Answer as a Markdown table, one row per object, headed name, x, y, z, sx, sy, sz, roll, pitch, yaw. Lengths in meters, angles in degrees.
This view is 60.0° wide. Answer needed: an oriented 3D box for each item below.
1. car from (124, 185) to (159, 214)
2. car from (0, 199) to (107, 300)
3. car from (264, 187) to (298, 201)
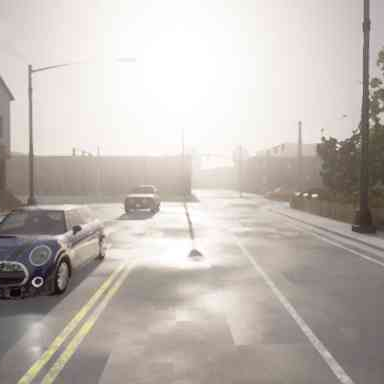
| name | x | y | z | sx | sy | sz | roll | pitch | yaw |
| --- | --- | --- | --- | --- | --- | --- | --- | --- | --- |
| car | -3.752 | 0.504 | 25.625 | 2.150 | 2.045 | 5.566 | 0 | 2 | -1 |
| car | -3.596 | 1.124 | 8.038 | 2.097 | 1.767 | 4.553 | 0 | 2 | 0 |
| car | 11.418 | 0.188 | 41.677 | 4.553 | 1.767 | 2.097 | 0 | 2 | -5 |
